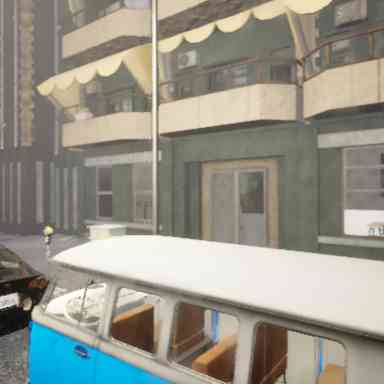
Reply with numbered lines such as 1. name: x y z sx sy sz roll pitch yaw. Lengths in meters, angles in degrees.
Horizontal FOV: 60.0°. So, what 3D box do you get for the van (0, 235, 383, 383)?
1. van: 0.394 1.333 2.455 3.998 1.788 1.690 1 0 36
